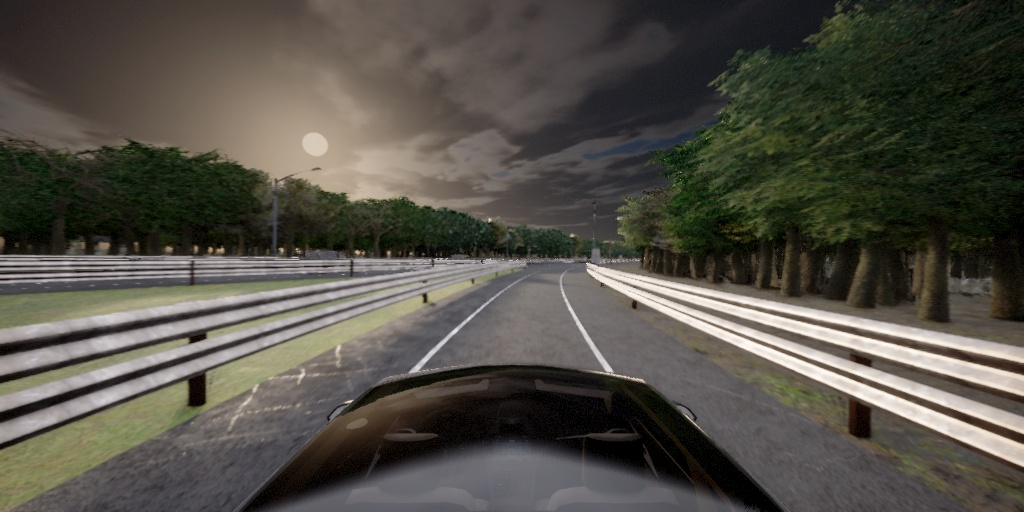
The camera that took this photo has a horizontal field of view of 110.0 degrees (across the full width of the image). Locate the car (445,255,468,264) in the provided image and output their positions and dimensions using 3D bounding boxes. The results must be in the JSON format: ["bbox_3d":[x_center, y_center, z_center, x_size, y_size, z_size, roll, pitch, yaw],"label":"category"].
[{"bbox_3d":[-8.114,0.827,58.910,2.150,2.045,5.566,1,0,25],"label":"car"}]

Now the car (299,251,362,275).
[{"bbox_3d":[-16.562,0.612,33.072,2.150,2.045,5.566,1,0,25],"label":"car"}]

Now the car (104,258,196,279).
[{"bbox_3d":[-24.476,0.809,24.621,1.994,1.385,4.181,1,0,26],"label":"car"}]

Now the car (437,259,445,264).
[{"bbox_3d":[-11.299,1.124,60.366,1.994,1.385,4.181,1,0,26],"label":"car"}]

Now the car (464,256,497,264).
[{"bbox_3d":[-4.962,1.196,57.401,2.033,1.411,5.357,1,0,26],"label":"car"}]
